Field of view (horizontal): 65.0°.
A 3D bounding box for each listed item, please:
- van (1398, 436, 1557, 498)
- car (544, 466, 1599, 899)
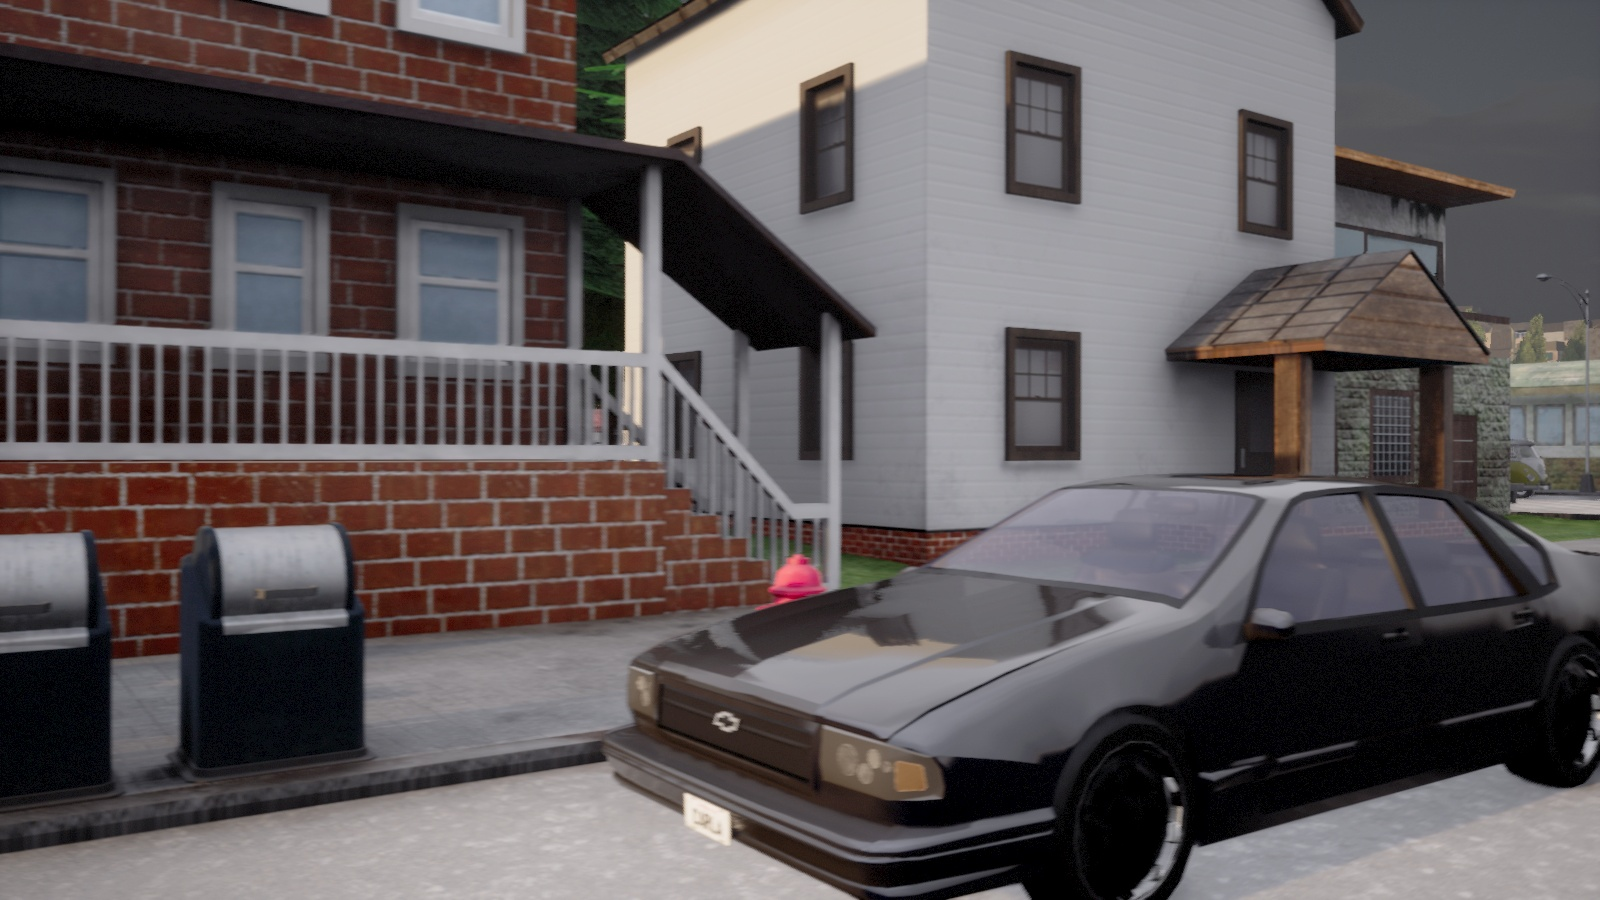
[{"bbox_3d":[22.968,0.554,42.741,1.775,1.987,4.442,0,0,-35],"label":"van"},{"bbox_3d":[1.796,0.802,5.518,5.357,1.411,2.033,0,0,-35],"label":"car"}]
